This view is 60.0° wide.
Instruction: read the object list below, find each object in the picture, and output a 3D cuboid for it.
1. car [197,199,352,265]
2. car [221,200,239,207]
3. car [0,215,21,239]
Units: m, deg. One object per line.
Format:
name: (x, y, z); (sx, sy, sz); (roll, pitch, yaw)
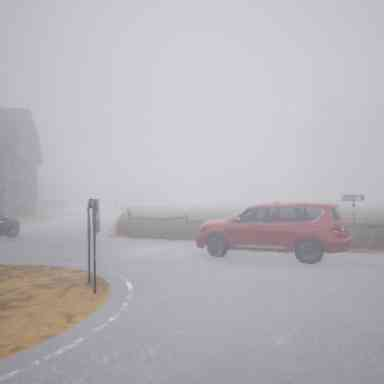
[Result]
car: (2.933, 1.425, 12.535); (5.566, 2.045, 2.150); (-1, 0, 27)
car: (10.268, 3.059, 90.233); (4.611, 1.667, 2.242); (-1, -1, -8)
car: (-11.683, 2.041, 18.722); (2.128, 1.511, 4.902); (0, -1, 4)
